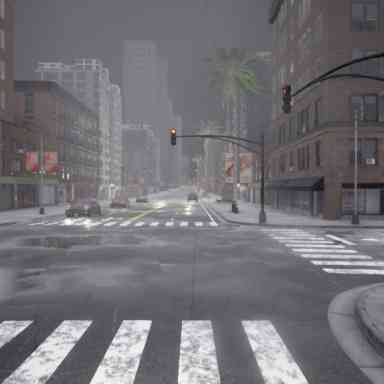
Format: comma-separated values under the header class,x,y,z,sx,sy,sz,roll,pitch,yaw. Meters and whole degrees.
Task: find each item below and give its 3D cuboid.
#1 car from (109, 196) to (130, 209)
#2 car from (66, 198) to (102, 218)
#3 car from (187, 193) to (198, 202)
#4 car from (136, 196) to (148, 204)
class,x,y,z,sx,sy,sz,roll,pitch,yaw
car,-9.799,1.333,45.341,2.097,1.767,4.553,0,0,0
car,-9.818,1.344,30.387,2.097,1.767,4.553,0,0,0
car,0.132,1.159,71.935,2.150,2.045,5.566,0,0,0
car,-9.690,1.431,64.993,1.882,1.535,5.008,0,0,0
